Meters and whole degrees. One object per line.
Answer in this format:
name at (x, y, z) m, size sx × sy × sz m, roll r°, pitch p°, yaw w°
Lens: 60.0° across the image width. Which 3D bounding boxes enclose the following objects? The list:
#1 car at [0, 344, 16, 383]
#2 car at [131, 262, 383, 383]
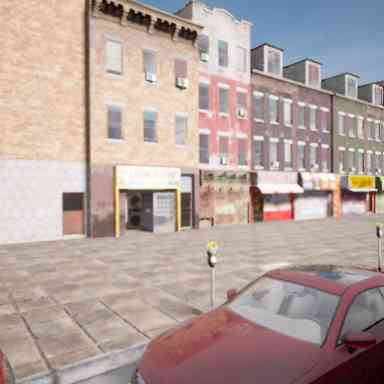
car at (-3.053, 1.329, 0.629) m, size 5.009 × 1.841 × 2.192 m, roll 0°, pitch 0°, yaw -36°
car at (1.380, 1.561, 3.805) m, size 4.206 × 1.307 × 1.802 m, roll 0°, pitch 0°, yaw -36°
